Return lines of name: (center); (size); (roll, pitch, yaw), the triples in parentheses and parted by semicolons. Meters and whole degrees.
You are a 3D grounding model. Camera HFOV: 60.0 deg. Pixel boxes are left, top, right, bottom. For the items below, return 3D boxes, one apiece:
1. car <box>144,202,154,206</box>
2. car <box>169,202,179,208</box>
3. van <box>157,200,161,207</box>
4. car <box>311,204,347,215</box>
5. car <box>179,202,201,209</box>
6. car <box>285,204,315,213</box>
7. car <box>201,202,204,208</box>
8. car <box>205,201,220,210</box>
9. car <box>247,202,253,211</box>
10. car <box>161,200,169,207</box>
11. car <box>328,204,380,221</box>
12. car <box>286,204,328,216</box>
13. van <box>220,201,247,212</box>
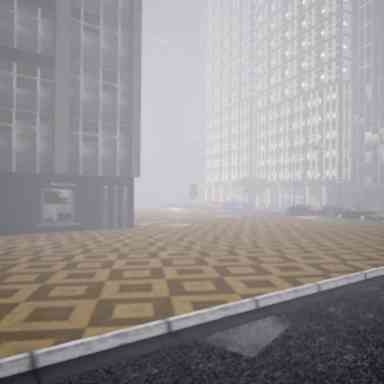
car: (-12.132, 3.365, 93.563); (1.887, 1.381, 4.507); (0, -1, -25)
car: (-2.729, 2.888, 72.941); (1.752, 1.417, 4.829); (0, -1, -25)
van: (-7.468, 2.934, 83.332); (1.690, 1.788, 3.998); (0, -1, -24)
car: (18.826, 2.377, 45.866); (1.947, 1.339, 4.313); (0, -1, -25)
car: (-0.466, 2.805, 67.978); (2.008, 1.369, 4.403); (0, -1, -24)
car: (16.493, 2.484, 50.984); (1.947, 1.339, 4.313); (0, -1, -25)
car: (2.493, 3.163, 81.687); (1.802, 1.307, 4.206); (0, -1, -25)
car: (4.931, 2.498, 62.642); (2.097, 1.767, 4.553); (1, -1, -24)
car: (9.214, 2.618, 60.571); (1.837, 1.490, 4.892); (1, -1, -23)
car: (-5.132, 3.024, 78.212); (1.887, 1.381, 4.507); (0, -1, -24)
car: (15.868, 2.048, 32.156); (2.008, 1.369, 4.403); (0, -1, -24)
car: (14.227, 2.258, 42.028); (2.033, 1.411, 5.357); (1, -1, -24)
van: (6.532, 2.266, 52.630); (1.690, 1.788, 3.998); (0, -1, -24)
